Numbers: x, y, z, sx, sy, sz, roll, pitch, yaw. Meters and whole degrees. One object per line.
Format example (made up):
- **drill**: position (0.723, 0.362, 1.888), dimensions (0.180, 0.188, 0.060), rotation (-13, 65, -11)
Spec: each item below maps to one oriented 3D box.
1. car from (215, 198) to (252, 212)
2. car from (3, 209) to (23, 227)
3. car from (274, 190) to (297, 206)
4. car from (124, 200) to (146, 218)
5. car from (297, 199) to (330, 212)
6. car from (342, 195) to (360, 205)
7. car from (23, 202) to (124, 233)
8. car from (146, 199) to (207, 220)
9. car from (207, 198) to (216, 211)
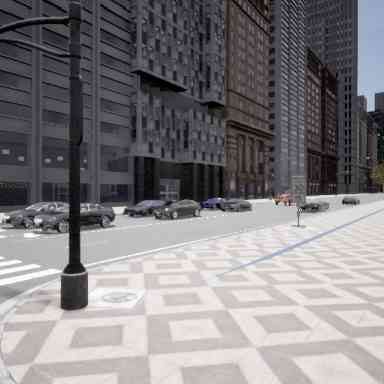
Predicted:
- **car**: position (4.673, 1.350, 34.949), dimensions (1.994, 1.385, 4.181), rotation (0, 1, 36)
- **car**: position (-9.276, 1.393, 21.153), dimensions (2.128, 1.511, 4.902), rotation (0, 0, 37)
- **car**: position (13.634, 0.715, 47.235), dimensions (2.150, 2.045, 5.566), rotation (0, 1, 36)
- **car**: position (-3.534, 1.387, 29.137), dimensions (2.033, 1.411, 5.357), rotation (0, 0, 36)
- **car**: position (13.136, 1.369, 35.255), dimensions (1.895, 1.301, 4.718), rotation (0, 0, 36)
- **car**: position (24.260, 1.200, 50.699), dimensions (1.994, 1.385, 4.181), rotation (0, 1, 36)
- **car**: position (-6.662, 1.401, 19.255), dimensions (2.128, 1.511, 4.902), rotation (0, 0, 34)
- **car**: position (-1.135, 1.355, 26.906), dimensions (1.837, 1.490, 4.892), rotation (0, 1, 36)
- **car**: position (2.589, 1.373, 37.626), dimensions (1.895, 1.301, 4.718), rotation (0, 0, 36)
